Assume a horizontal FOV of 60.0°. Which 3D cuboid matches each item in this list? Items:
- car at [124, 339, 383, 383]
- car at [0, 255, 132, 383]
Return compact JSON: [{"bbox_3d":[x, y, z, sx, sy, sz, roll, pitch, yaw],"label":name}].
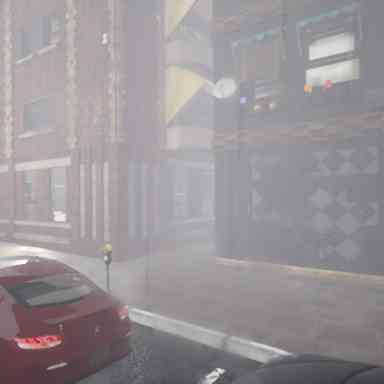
[{"bbox_3d":[1.941,1.566,1.464,4.313,1.339,1.947,0,-1,35],"label":"car"},{"bbox_3d":[-2.670,1.583,4.741,4.206,1.307,1.802,0,-1,35],"label":"car"}]
